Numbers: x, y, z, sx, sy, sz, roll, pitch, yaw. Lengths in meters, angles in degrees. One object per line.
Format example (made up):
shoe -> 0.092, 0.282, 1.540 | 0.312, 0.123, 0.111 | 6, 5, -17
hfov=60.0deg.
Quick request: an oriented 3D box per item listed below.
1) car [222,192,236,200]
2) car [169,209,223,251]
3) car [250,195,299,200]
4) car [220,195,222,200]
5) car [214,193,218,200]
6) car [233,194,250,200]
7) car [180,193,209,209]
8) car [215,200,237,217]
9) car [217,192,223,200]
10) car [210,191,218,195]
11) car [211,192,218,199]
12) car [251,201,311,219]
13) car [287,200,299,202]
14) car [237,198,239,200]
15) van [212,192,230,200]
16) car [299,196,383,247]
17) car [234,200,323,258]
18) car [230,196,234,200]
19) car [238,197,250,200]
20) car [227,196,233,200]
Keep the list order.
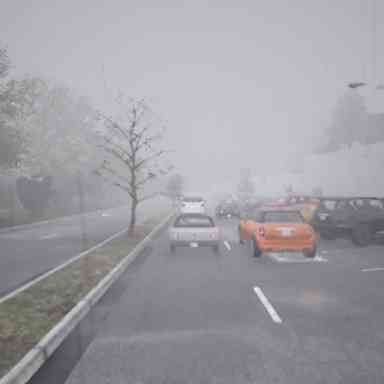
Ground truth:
car -> 8.081, 1.410, 51.114 | 5.566, 2.045, 2.435 | 1, 0, -20
car -> 0.088, 1.610, 14.143 | 1.895, 1.301, 4.718 | 0, 0, 0
car -> 8.040, 1.299, 27.072 | 5.566, 2.045, 2.435 | 1, 0, -20
car -> 7.879, 1.652, 54.042 | 5.366, 1.575, 1.946 | 1, 0, -20
car -> 8.018, 1.571, 72.113 | 4.792, 1.488, 2.163 | 1, 1, -20
car -> 8.087, 1.516, 42.102 | 4.553, 1.767, 2.185 | 1, 0, -20
car -> 0.084, 1.305, 30.149 | 2.150, 2.045, 5.566 | 0, 0, 0
car -> 3.083, 1.681, 29.734 | 1.895, 1.301, 4.718 | 0, 0, 0
car -> 8.026, 1.387, 60.095 | 5.566, 2.045, 2.435 | 1, 1, -20
car -> 8.009, 1.249, 90.107 | 4.553, 1.767, 2.185 | 1, 0, -20
car -> 8.014, 1.460, 84.118 | 4.792, 1.488, 2.163 | 1, 1, -20
car -> 8.033, 1.598, 30.074 | 4.792, 1.488, 2.163 | 1, 0, -20
car -> 8.236, 1.520, 21.152 | 5.366, 1.575, 1.946 | 1, -1, -20
car -> 8.059, 1.667, 39.091 | 4.674, 1.452, 2.002 | 1, 0, -20
van -> 8.148, 1.122, 93.141 | 4.442, 1.987, 1.878 | 1, 0, -20
car -> 8.093, 1.247, 15.102 | 5.566, 2.045, 2.435 | 1, 0, -20
car -> 3.081, 1.358, 12.949 | 2.097, 1.767, 4.553 | 0, 0, 0
car -> 8.057, 1.696, 45.090 | 4.674, 1.452, 2.002 | 1, 0, -20
car -> 8.050, 1.609, 36.090 | 5.008, 1.535, 2.097 | 1, -1, -20
car -> 8.079, 1.689, 48.115 | 4.792, 1.488, 2.163 | 1, 0, -20
